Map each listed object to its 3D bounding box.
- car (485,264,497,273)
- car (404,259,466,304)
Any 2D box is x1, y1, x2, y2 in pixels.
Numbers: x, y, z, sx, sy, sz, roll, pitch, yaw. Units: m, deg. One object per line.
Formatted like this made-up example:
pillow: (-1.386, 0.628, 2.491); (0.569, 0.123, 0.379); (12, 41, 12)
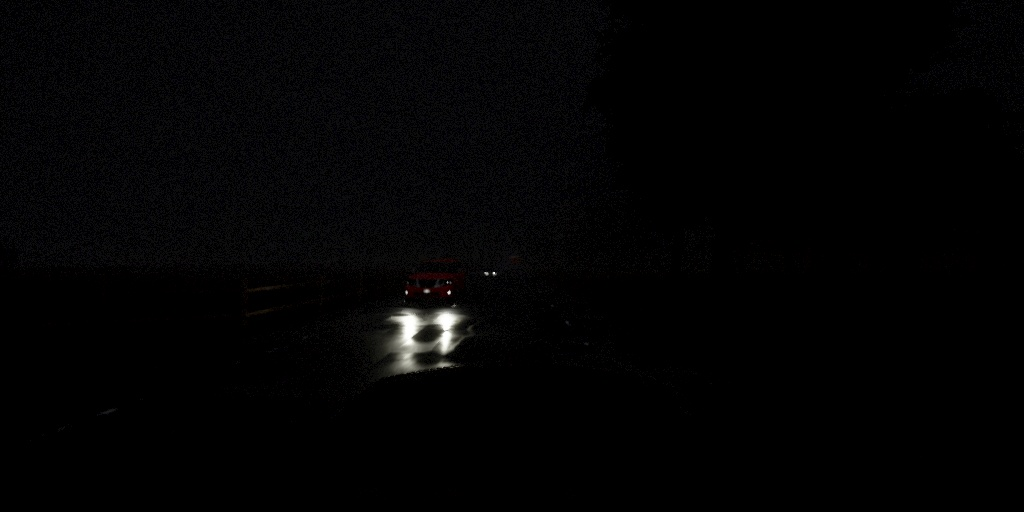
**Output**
car: (-3.528, 2.065, 61.034); (2.033, 1.411, 5.357); (0, -1, 1)
car: (-3.599, 1.157, 17.893); (2.150, 2.045, 5.566); (0, -1, 0)
